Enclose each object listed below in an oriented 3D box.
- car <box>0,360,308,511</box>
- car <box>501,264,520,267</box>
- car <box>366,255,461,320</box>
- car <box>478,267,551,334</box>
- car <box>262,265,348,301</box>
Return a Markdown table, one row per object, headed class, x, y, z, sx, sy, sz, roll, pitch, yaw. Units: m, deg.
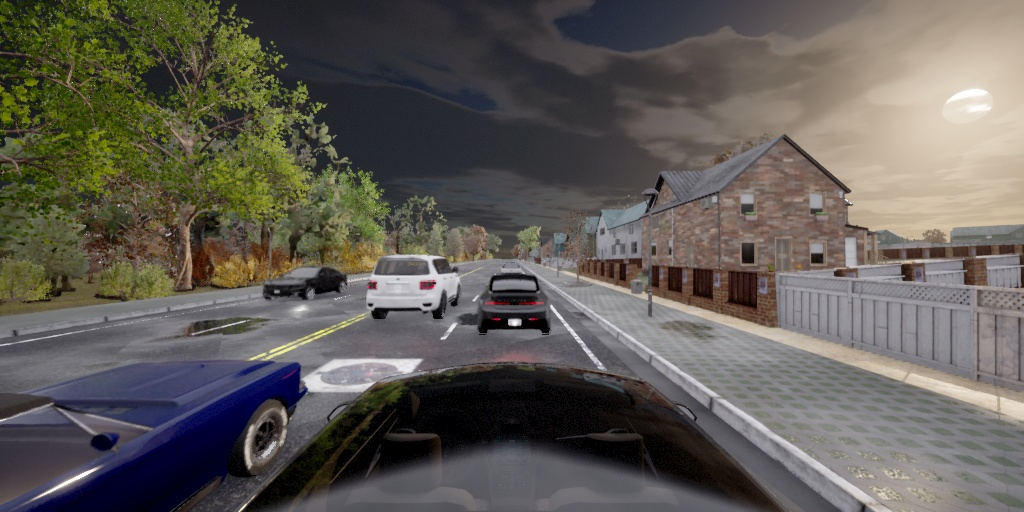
| class | x | y | z | sx | sy | sz | roll | pitch | yaw |
| --- | --- | --- | --- | --- | --- | --- | --- | --- | --- |
| car | -3.154 | 1.351 | 1.784 | 1.895 | 1.301 | 4.718 | 0 | 0 | 0 |
| car | -0.097 | 1.366 | 34.089 | 1.895 | 1.301 | 4.718 | 0 | 0 | -1 |
| car | -3.212 | 0.977 | 12.726 | 2.150 | 2.045 | 5.566 | 0 | 0 | 0 |
| car | 0.047 | 1.260 | 10.647 | 1.837 | 1.490 | 4.892 | 0 | 0 | 0 |
| car | -9.943 | 1.234 | 17.634 | 1.882 | 1.535 | 5.008 | 0 | 0 | 0 |
